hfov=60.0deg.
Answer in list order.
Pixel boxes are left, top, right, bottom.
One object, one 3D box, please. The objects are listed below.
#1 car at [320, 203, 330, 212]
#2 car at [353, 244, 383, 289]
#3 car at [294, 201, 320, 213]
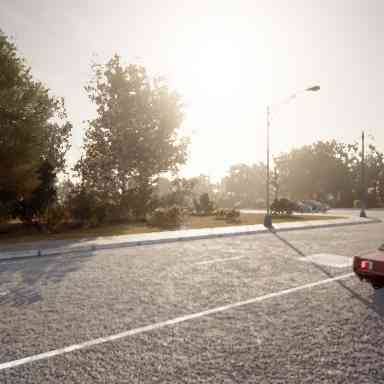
[{"bbox_3d":[15.145,1.840,42.272,2.128,1.511,4.902,0,-2,-32],"label":"car"},{"bbox_3d":[5.956,1.611,7.941,4.718,1.301,1.895,0,0,-35],"label":"car"},{"bbox_3d":[12.326,1.820,40.178,2.128,1.511,4.902,0,-2,-32],"label":"car"}]
